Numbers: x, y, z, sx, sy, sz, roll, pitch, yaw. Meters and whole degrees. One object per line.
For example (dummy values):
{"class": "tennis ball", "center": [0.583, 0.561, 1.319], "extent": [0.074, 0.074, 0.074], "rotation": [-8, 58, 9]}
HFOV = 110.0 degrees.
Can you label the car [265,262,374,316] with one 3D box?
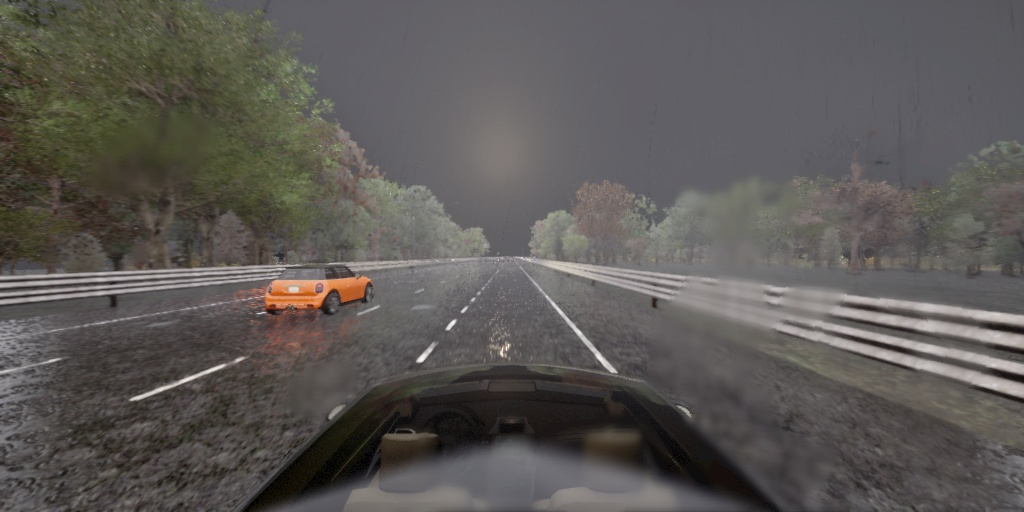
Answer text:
{"class": "car", "center": [-6.984, 1.088, 13.584], "extent": [2.097, 1.767, 4.553], "rotation": [0, 0, 0]}
